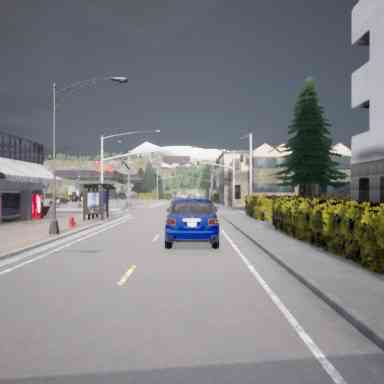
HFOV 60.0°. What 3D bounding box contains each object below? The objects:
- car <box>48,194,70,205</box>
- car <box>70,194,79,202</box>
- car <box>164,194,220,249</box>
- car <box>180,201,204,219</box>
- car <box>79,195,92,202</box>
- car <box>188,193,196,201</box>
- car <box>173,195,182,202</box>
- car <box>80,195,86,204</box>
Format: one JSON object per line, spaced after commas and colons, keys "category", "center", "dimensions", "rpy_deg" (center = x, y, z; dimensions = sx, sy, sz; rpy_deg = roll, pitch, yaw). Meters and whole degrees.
{"category": "car", "center": [-22.566, 1.421, 55.930], "dimensions": [1.970, 1.475, 3.806], "rpy_deg": [0, 0, 0]}
{"category": "car", "center": [-25.891, 1.287, 72.981], "dimensions": [1.932, 1.855, 4.605], "rpy_deg": [0, 0, 0]}
{"category": "car", "center": [0.000, 1.256, 14.680], "dimensions": [2.150, 2.045, 5.566], "rpy_deg": [0, 0, 0]}
{"category": "car", "center": [0.000, 1.571, 29.650], "dimensions": [1.994, 1.385, 4.181], "rpy_deg": [0, 0, 0]}
{"category": "car", "center": [-25.952, 1.550, 81.460], "dimensions": [1.970, 1.475, 3.806], "rpy_deg": [0, 0, 0]}
{"category": "car", "center": [0.000, 1.168, 79.785], "dimensions": [2.097, 1.767, 4.553], "rpy_deg": [0, 0, 0]}
{"category": "car", "center": [-3.500, 1.518, 81.015], "dimensions": [2.128, 1.511, 4.902], "rpy_deg": [0, 0, 0]}
{"category": "car", "center": [-18.922, 1.487, 62.989], "dimensions": [2.007, 1.523, 4.514], "rpy_deg": [0, 0, 0]}
